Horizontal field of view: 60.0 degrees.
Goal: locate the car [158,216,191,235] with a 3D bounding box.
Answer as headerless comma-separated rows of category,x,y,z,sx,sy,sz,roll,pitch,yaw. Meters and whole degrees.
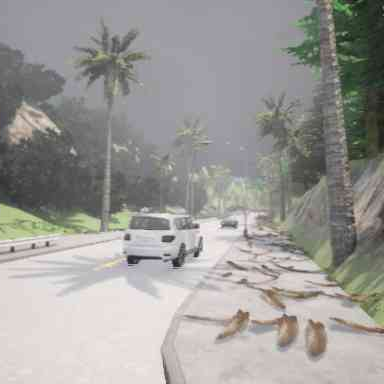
car,-1.567,3.084,31.722,1.882,1.535,5.008,1,-3,12

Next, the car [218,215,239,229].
car,4.764,3.852,41.555,1.895,1.301,4.718,1,-3,12

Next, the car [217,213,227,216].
car,6.557,5.264,70.319,1.837,1.490,4.892,1,-3,12

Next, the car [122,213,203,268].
car,-1.038,1.951,14.392,2.150,2.045,5.566,1,-3,14
